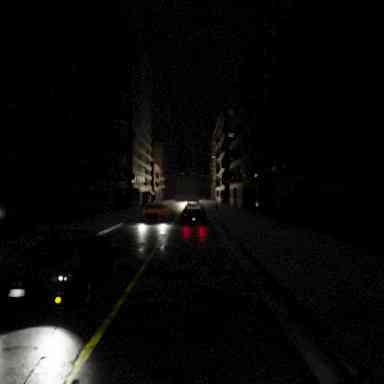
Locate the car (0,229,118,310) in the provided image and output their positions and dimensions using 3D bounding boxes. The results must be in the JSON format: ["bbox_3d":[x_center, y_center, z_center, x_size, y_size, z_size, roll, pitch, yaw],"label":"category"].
[{"bbox_3d":[-3.081,1.600,7.847,1.994,1.385,4.181,0,0,0],"label":"car"}]

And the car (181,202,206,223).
[{"bbox_3d":[0.136,1.724,26.704,1.895,1.301,4.718,0,0,0],"label":"car"}]

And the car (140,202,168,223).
[{"bbox_3d":[-3.024,1.604,27.411,1.882,1.535,5.008,0,0,0],"label":"car"}]
